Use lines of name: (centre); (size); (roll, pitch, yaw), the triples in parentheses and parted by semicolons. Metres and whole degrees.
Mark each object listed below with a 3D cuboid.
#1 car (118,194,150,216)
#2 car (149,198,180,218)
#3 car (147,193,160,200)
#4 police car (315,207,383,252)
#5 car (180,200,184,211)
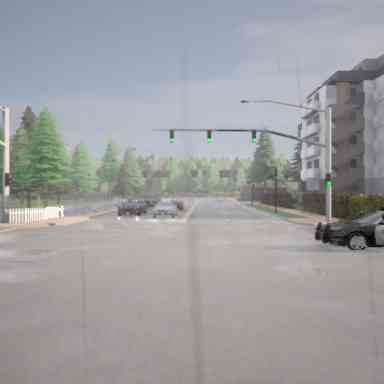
car: (-5.770, 1.349, 32.652); (2.097, 1.767, 4.553); (0, 0, 2)
car: (-2.365, 1.523, 30.190); (1.812, 1.442, 4.674); (0, 0, 2)
car: (-5.351, 1.215, 43.309); (2.150, 2.045, 5.566); (0, 0, 3)
police car: (7.660, 1.424, 13.204); (5.238, 1.638, 1.930); (0, 0, 1)
car: (-1.987, 1.597, 39.963); (1.895, 1.301, 4.718); (0, 0, 2)
